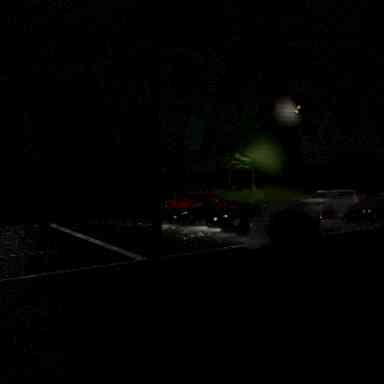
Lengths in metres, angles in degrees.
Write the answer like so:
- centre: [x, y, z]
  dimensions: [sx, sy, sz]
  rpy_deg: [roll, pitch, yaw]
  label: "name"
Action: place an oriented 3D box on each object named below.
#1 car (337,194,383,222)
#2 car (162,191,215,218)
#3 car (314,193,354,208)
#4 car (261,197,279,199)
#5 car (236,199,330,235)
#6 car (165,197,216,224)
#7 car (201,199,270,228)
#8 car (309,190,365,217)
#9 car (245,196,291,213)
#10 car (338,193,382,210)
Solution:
- centre: [12.284, 1.106, 22.421]
  dimensions: [5.008, 1.535, 1.882]
  rpy_deg: [-1, 1, -34]
  label: "car"
- centre: [-0.465, 0.993, 26.399]
  dimensions: [5.566, 2.045, 2.150]
  rpy_deg: [-1, 1, -35]
  label: "car"
- centre: [16.227, 0.945, 37.861]
  dimensions: [4.892, 1.490, 1.837]
  rpy_deg: [-1, 0, -34]
  label: "car"
- centre: [8.308, 1.234, 28.183]
  dimensions: [4.718, 1.301, 1.895]
  rpy_deg: [-1, 1, -34]
  label: "car"
- centre: [4.789, 1.303, 17.242]
  dimensions: [4.674, 1.442, 1.812]
  rpy_deg: [-1, 1, -34]
  label: "car"
- centre: [0.815, 1.309, 23.005]
  dimensions: [4.674, 1.442, 1.812]
  rpy_deg: [-1, 1, -34]
  label: "car"
- centre: [2.968, 1.341, 20.264]
  dimensions: [4.181, 1.385, 1.994]
  rpy_deg: [-1, 1, -35]
  label: "car"
- centre: [10.520, 0.848, 25.459]
  dimensions: [5.566, 2.045, 2.150]
  rpy_deg: [-1, 1, -35]
  label: "car"
- centre: [7.280, 1.181, 31.715]
  dimensions: [4.181, 1.385, 1.994]
  rpy_deg: [-1, 1, -34]
  label: "car"
- centre: [17.426, 0.930, 34.440]
  dimensions: [5.008, 1.535, 1.882]
  rpy_deg: [-1, 1, -35]
  label: "car"
